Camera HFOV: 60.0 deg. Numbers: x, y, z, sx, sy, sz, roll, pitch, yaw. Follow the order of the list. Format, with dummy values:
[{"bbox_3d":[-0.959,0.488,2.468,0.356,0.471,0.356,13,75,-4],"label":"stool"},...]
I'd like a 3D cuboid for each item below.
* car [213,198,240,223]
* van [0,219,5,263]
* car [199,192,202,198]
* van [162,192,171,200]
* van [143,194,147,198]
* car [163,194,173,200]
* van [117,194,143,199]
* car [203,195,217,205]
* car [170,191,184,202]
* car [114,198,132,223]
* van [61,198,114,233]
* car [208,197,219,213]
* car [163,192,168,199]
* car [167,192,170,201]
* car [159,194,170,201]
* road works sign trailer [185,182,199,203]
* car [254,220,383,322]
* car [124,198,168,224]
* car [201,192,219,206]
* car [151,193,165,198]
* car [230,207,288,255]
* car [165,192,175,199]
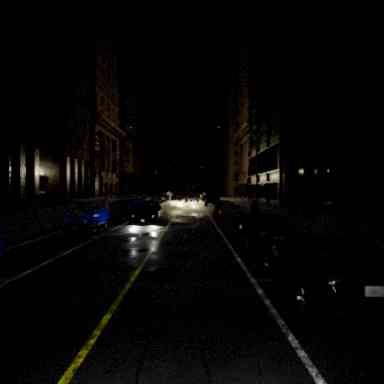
[{"bbox_3d":[2.780,1.371,24.111,1.752,1.417,4.829,0,0,0],"label":"car"},{"bbox_3d":[-5.756,1.294,7.083,1.690,1.788,3.998,0,0,0],"label":"van"},{"bbox_3d":[2.807,1.164,63.272,2.008,1.369,4.403,0,0,0],"label":"car"},{"bbox_3d":[-5.710,0.892,74.502,1.690,1.788,3.998,0,0,0],"label":"van"},{"bbox_3d":[-5.737,1.118,35.175,1.690,1.788,3.998,0,0,0],"label":"van"},{"bbox_3d":[-5.706,1.071,80.122,2.008,1.369,4.403,0,0,0],"label":"car"},{"bbox_3d":[-5.741,1.153,29.555,1.690,1.788,3.998,0,0,0],"label":"van"},{"bbox_3d":[2.799,1.228,52.034,2.008,1.369,4.403,0,0,0],"label":"car"},{"bbox_3d":[-2.978,1.114,63.793,1.837,1.490,4.892,0,0,1],"label":"car"},{"bbox_3d":[-5.745,1.391,23.939,1.887,1.381,4.507,0,0,0],"label":"car"},{"bbox_3d":[-5.749,1.223,18.319,1.690,1.788,3.998,0,0,0],"label":"van"},{"bbox_3d":[2.784,1.378,29.560,1.947,1.339,4.313,0,0,0],"label":"car"},{"bbox_3d":[-5.722,1.195,57.654,2.008,1.369,4.403,0,0,0],"label":"car"},{"bbox_3d":[-5.718,1.158,63.267,1.887,1.381,4.507,0,0,0],"label":"car"},{"bbox_3d":[-5.714,1.126,68.885,1.887,1.381,4.507,0,0,0],"label":"car"},{"bbox_3d":[0.040,0.115,56.634,2.380,3.560,2.880,0,0,0],"label":"road works sign trailer"},{"bbox_3d":[2.768,1.519,7.086,1.947,1.339,4.313,0,0,0],"label":"car"},{"bbox_3d":[-3.085,1.396,23.479,2.033,1.411,5.357,0,0,0],"label":"car"},{"bbox_3d":[2.796,1.025,46.415,2.192,1.841,5.009,0,0,0],"label":"car"},{"bbox_3d":[-5.726,1.203,51.860,1.752,1.417,4.829,0,0,0],"label":"car"},{"bbox_3d":[2.772,1.483,12.704,1.947,1.339,4.313,0,0,0],"label":"car"},{"bbox_3d":[-5.702,0.804,85.739,2.192,1.841,5.009,0,0,0],"label":"car"}]
